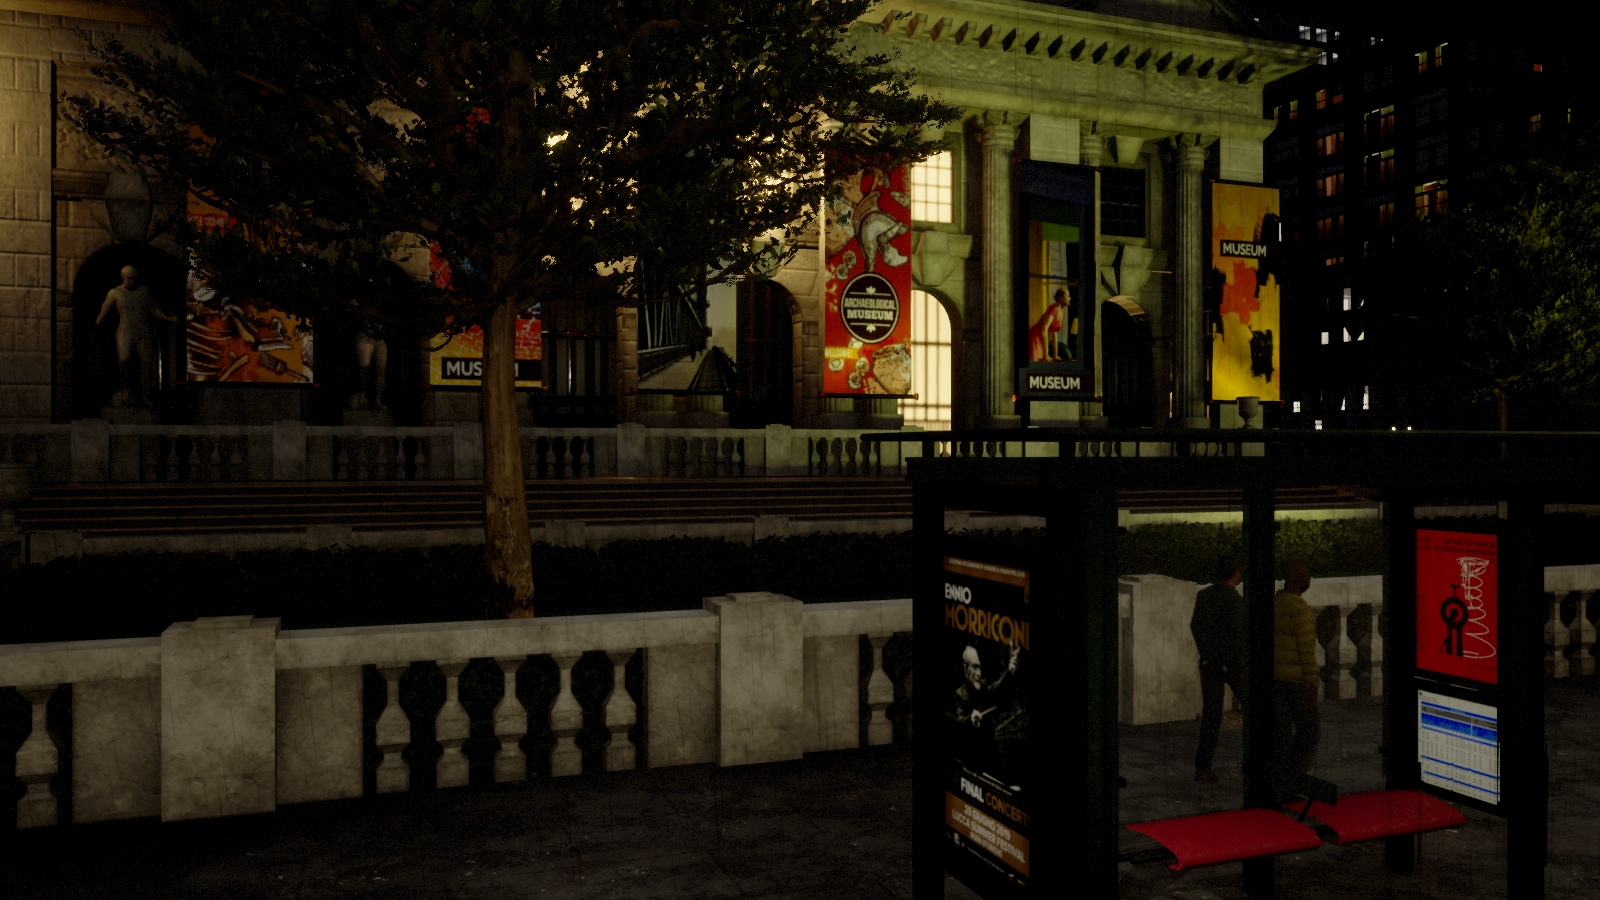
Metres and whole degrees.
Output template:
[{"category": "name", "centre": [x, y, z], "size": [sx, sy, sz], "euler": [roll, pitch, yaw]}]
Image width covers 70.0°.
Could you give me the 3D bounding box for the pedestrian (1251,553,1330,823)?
[{"category": "pedestrian", "centre": [3.556, 1.697, 8.292], "size": [0.375, 1.860, 0.375], "euler": [0, 0, -22]}]

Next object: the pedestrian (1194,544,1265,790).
[{"category": "pedestrian", "centre": [3.414, 1.698, 9.084], "size": [0.375, 1.860, 0.375], "euler": [0, 0, -32]}]
